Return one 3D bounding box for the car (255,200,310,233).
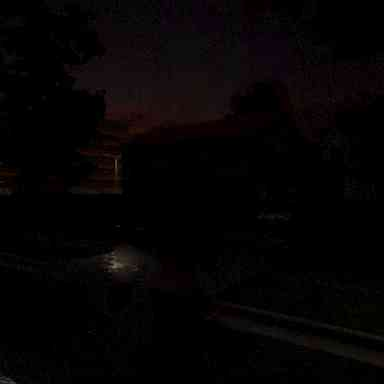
[{"bbox_3d":[4.777,1.159,16.911,1.970,1.475,3.806,0,0,36],"label":"car"}]
